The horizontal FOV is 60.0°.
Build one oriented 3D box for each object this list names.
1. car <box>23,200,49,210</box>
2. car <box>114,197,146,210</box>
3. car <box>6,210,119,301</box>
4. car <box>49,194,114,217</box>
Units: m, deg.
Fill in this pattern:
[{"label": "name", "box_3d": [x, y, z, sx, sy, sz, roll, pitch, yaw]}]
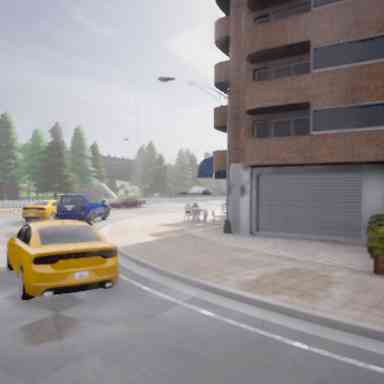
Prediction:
[{"label": "car", "box_3d": [-10.741, 1.353, 25.239, 1.882, 1.535, 5.008, 0, 0, 5]}, {"label": "car", "box_3d": [-8.392, 1.366, 41.604, 1.882, 1.535, 5.008, 1, 0, 30]}, {"label": "car", "box_3d": [-3.479, 1.439, 8.457, 1.882, 1.535, 5.008, 1, 0, -33]}, {"label": "car", "box_3d": [-7.535, 1.133, 23.393, 2.150, 2.045, 5.566, 0, 0, 2]}]
